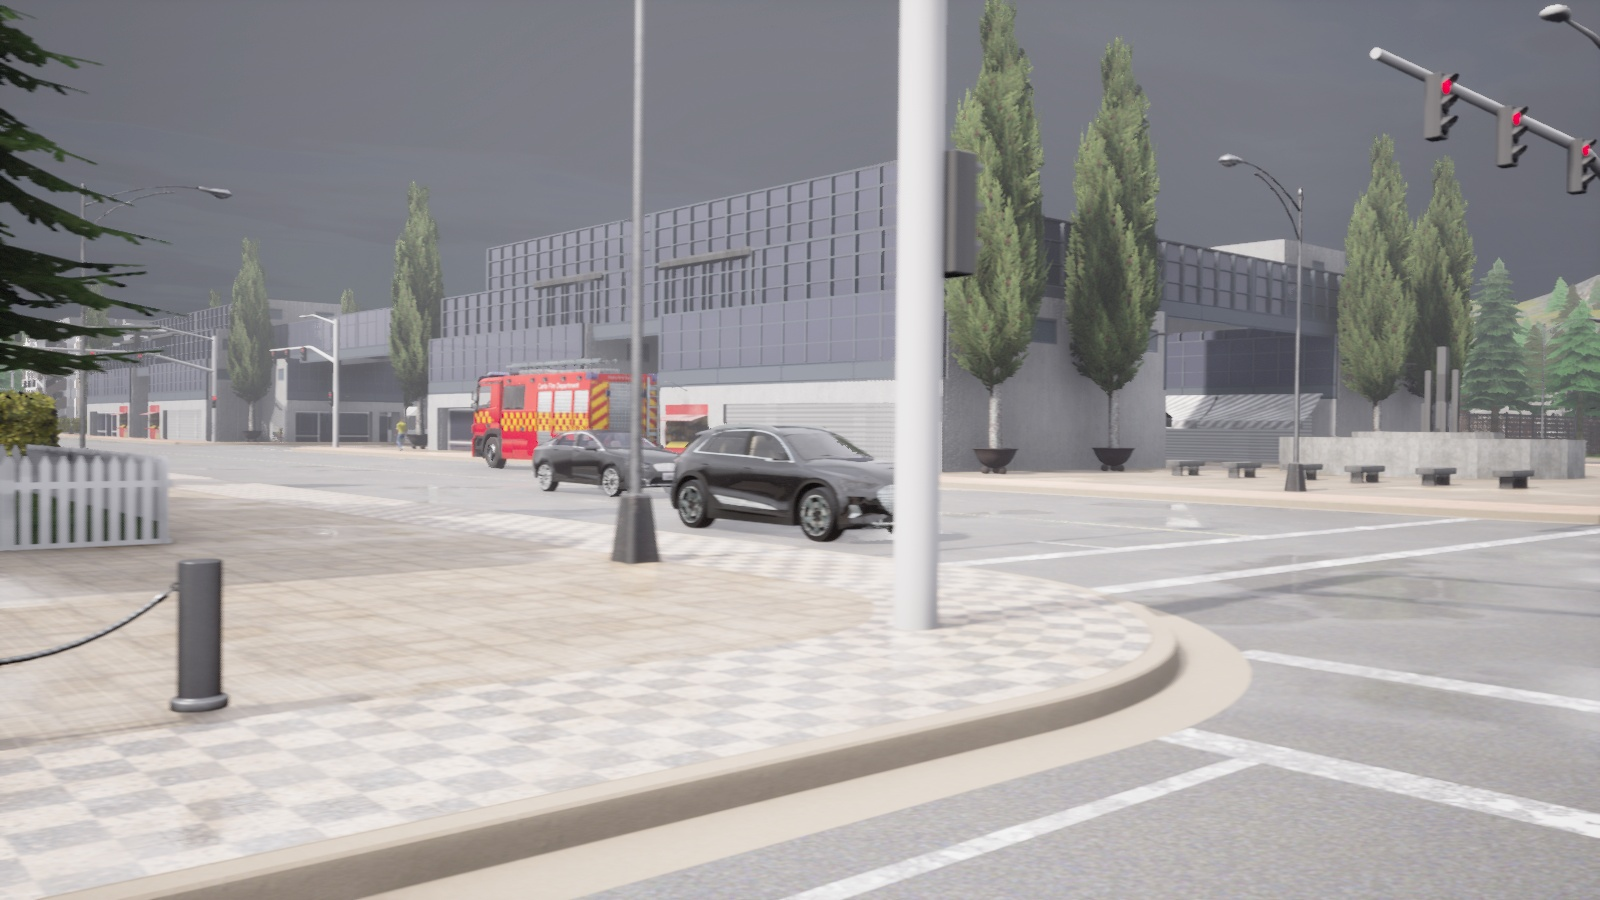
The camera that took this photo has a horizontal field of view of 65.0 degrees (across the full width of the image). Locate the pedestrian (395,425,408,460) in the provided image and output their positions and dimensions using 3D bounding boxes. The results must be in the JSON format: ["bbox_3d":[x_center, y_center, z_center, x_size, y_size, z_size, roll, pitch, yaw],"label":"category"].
[{"bbox_3d":[-21.301,-0.403,67.168,0.354,1.836,0.706,-2,1,-43],"label":"pedestrian"}]

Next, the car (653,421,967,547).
[{"bbox_3d":[0.003,0.419,19.040,2.033,1.649,4.856,-1,1,-41],"label":"car"}]

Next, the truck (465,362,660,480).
[{"bbox_3d":[-8.661,-1.001,44.854,2.891,3.827,8.468,-1,1,-41],"label":"truck"}]

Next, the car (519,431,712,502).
[{"bbox_3d":[-4.397,0.325,29.384,2.128,1.511,4.902,-1,1,-41],"label":"car"}]
